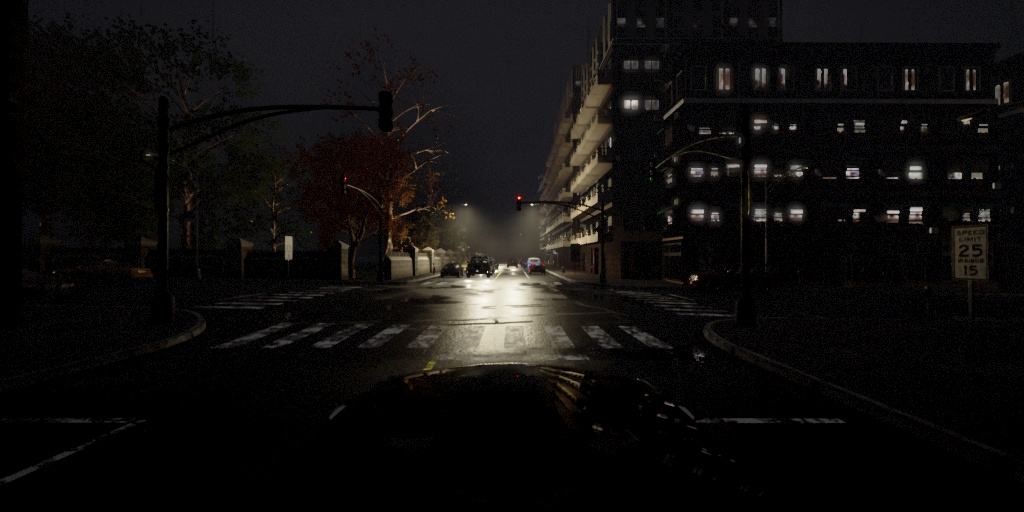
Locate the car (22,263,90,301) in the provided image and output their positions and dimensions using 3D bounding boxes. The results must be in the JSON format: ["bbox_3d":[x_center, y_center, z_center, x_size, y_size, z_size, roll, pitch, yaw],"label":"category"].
[{"bbox_3d":[-18.947,1.007,13.319,4.207,1.307,1.802,0,0,0],"label":"car"}]

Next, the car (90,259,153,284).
[{"bbox_3d":[-24.717,0.883,21.652,4.829,1.417,1.751,0,0,0],"label":"car"}]

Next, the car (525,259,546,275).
[{"bbox_3d":[2.741,1.314,39.951,1.888,1.381,4.507,0,0,0],"label":"car"}]

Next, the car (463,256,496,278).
[{"bbox_3d":[-3.042,0.986,34.619,2.150,2.045,5.566,0,0,1],"label":"car"}]

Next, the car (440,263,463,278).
[{"bbox_3d":[-5.647,1.330,34.332,1.948,1.339,4.313,0,0,0],"label":"car"}]

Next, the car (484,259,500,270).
[{"bbox_3d":[-3.019,1.279,54.970,2.128,1.511,4.902,0,0,0],"label":"car"}]

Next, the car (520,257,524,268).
[{"bbox_3d":[2.764,1.230,56.842,1.967,1.591,4.097,0,0,0],"label":"car"}]

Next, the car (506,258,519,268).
[{"bbox_3d":[0.080,1.304,62.625,1.837,1.490,4.892,0,0,0],"label":"car"}]

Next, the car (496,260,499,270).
[{"bbox_3d":[-3.040,1.322,44.871,2.033,1.411,5.357,0,0,0],"label":"car"}]

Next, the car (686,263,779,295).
[{"bbox_3d":[13.476,1.353,21.966,5.009,1.841,2.192,0,0,0],"label":"car"}]

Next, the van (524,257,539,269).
[{"bbox_3d":[2.749,1.116,45.581,1.690,1.789,3.998,0,0,0],"label":"van"}]
